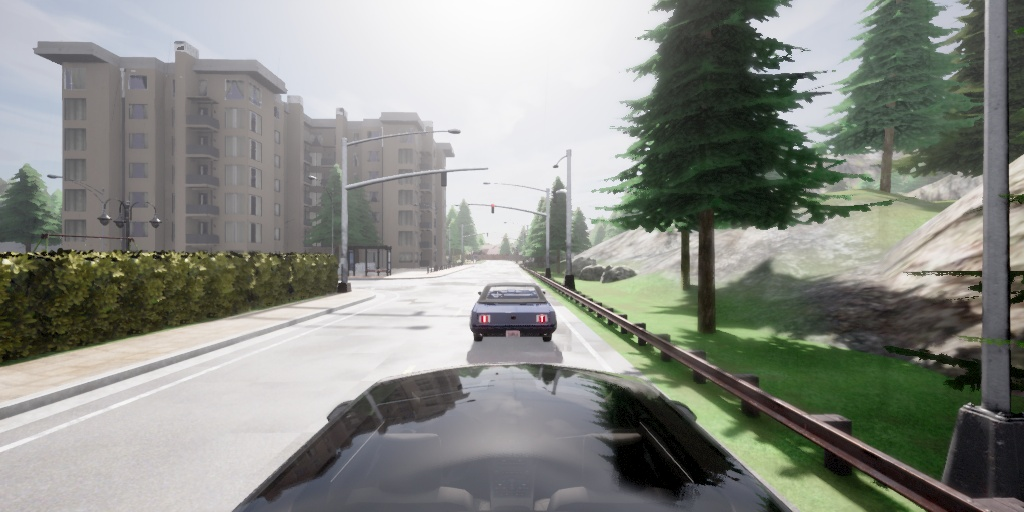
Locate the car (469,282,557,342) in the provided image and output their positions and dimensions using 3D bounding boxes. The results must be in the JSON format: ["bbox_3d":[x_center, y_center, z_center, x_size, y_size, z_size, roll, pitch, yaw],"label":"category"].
[{"bbox_3d":[-0.003,1.351,9.771,1.895,1.301,4.718,0,0,-1],"label":"car"}]
